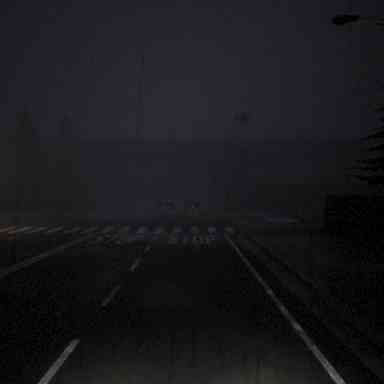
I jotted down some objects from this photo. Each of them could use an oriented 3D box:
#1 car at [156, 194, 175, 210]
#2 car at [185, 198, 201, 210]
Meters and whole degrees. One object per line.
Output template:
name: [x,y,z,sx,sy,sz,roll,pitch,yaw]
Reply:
car: [-3.407,1.214,42.944,2.150,2.045,5.566,0,0,-1]
car: [0.093,1.502,43.370,1.837,1.490,4.892,0,0,0]
